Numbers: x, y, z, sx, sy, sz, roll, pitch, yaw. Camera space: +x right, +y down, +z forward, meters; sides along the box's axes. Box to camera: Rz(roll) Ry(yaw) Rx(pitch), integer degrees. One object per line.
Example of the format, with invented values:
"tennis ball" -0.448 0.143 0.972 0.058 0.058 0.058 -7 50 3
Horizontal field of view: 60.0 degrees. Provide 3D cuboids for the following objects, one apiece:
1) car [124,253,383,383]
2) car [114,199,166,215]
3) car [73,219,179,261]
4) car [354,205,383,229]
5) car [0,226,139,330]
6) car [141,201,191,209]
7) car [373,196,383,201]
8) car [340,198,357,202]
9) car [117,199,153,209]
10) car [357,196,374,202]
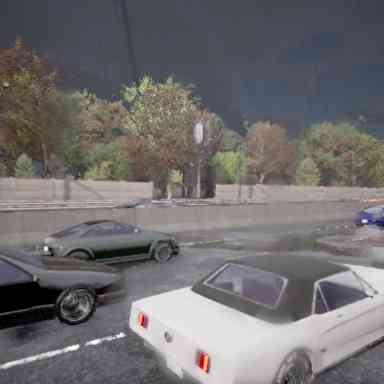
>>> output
"car" 1.622 1.606 4.900 4.718 1.301 1.895 0 0 -35
"car" -5.334 1.500 34.563 5.008 1.535 1.882 0 0 -35
"car" -2.484 1.570 10.569 4.181 1.385 1.994 0 0 -35
"car" 12.037 1.552 20.913 4.674 1.442 1.812 0 0 -35
"car" -3.783 1.549 5.346 5.357 1.411 2.033 0 0 -35
"car" -1.249 1.582 24.582 4.181 1.385 1.994 0 0 -35
"car" 30.901 1.593 51.693 4.902 1.511 2.128 0 0 -35
"car" 27.871 1.705 58.104 4.718 1.301 1.895 0 0 -35
"car" -3.411 1.566 27.342 5.357 1.411 2.033 0 0 -35
"car" 30.141 1.459 55.436 4.553 1.767 2.097 0 0 -35
